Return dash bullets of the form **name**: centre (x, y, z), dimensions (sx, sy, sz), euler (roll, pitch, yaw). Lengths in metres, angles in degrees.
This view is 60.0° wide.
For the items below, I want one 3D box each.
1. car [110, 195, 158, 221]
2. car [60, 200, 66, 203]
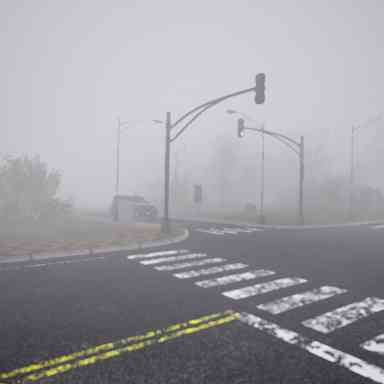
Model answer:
- **car**: centre (-5.009, 1.312, 28.010), dimensions (2.150, 2.045, 5.566), euler (2, -1, -36)
- **car**: centre (-17.943, 1.792, 46.268), dimensions (1.994, 1.385, 4.181), euler (2, -1, -34)
